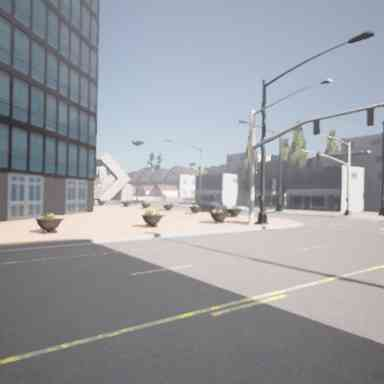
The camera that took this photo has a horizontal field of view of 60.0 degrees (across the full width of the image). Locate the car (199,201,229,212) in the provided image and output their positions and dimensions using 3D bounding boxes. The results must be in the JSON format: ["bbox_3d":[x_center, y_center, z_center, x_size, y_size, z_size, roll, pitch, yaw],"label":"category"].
[{"bbox_3d":[2.355,1.817,41.256,2.033,1.411,5.357,1,-1,-35],"label":"car"}]
